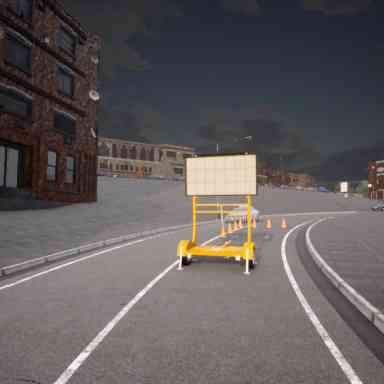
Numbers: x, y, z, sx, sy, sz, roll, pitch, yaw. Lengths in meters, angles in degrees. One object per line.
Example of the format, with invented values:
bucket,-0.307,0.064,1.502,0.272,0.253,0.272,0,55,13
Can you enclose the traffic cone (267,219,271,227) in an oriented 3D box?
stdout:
traffic cone,5.374,2.167,23.223,0.340,0.580,0.340,-2,-1,17

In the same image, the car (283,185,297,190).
car,21.447,-0.754,76.978,4.674,1.452,2.002,3,-6,-38

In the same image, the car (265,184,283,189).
car,17.082,-1.031,73.611,4.792,1.488,2.163,3,-6,-37

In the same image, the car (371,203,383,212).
car,31.309,2.473,54.332,4.902,1.511,2.128,1,-4,-31

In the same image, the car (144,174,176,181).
car,-5.973,-2.264,58.025,4.892,1.521,2.231,2,-5,-32

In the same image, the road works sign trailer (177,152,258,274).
road works sign trailer,1.002,0.529,10.974,2.380,3.560,2.880,-1,-1,18

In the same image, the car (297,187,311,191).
car,25.662,-0.522,80.380,4.892,1.521,2.231,4,-6,-39

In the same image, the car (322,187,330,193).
car,34.178,-0.131,87.719,5.566,2.045,2.435,5,-6,-41

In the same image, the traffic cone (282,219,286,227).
traffic cone,6.325,2.137,22.929,0.340,0.580,0.340,-2,-1,17

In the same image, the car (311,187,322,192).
car,29.963,-0.341,84.020,4.553,1.767,2.185,4,-6,-40

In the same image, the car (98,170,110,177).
car,-15.285,-2.773,52.301,4.553,1.767,2.185,2,-5,-32

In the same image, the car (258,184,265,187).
car,12.486,-1.455,70.215,4.553,1.767,2.185,3,-6,-35

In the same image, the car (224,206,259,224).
car,4.349,1.918,28.474,1.812,1.442,4.674,-3,-2,30

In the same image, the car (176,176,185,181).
car,-1.280,-2.058,60.924,4.892,1.521,2.231,3,-5,-32
